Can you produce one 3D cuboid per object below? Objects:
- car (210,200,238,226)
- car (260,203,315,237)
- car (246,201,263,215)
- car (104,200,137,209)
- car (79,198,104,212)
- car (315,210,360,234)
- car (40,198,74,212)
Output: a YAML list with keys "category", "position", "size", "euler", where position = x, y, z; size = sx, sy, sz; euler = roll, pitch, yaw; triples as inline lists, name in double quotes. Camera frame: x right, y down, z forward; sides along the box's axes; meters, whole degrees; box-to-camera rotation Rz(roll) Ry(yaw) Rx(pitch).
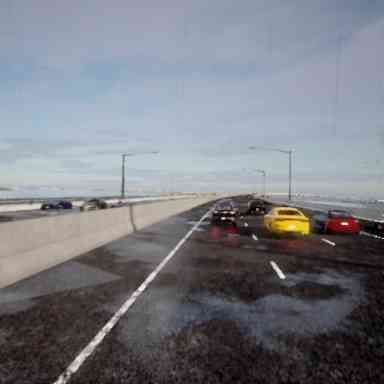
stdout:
- category: "car"
  position: [2.386, 1.609, 24.979]
  size: [2.128, 1.511, 4.902]
  euler: [1, 0, 6]
- category: "car"
  position: [5.344, 1.647, 19.348]
  size: [1.882, 1.535, 5.008]
  euler: [1, 0, 6]
- category: "car"
  position: [7.239, 1.729, 37.862]
  size: [1.882, 1.535, 5.008]
  euler: [1, 0, 6]
- category: "car"
  position: [-7.299, 1.525, 35.330]
  size: [1.895, 1.301, 4.718]
  euler: [1, 0, 6]
- category: "car"
  position: [-10.678, 1.378, 36.601]
  size: [1.812, 1.442, 4.674]
  euler: [1, 0, 6]
- category: "car"
  position: [9.046, 1.820, 21.248]
  size: [1.994, 1.385, 4.181]
  euler: [1, 0, 6]
- category: "car"
  position: [-14.315, 1.333, 35.464]
  size: [1.994, 1.385, 4.181]
  euler: [1, 0, 6]
